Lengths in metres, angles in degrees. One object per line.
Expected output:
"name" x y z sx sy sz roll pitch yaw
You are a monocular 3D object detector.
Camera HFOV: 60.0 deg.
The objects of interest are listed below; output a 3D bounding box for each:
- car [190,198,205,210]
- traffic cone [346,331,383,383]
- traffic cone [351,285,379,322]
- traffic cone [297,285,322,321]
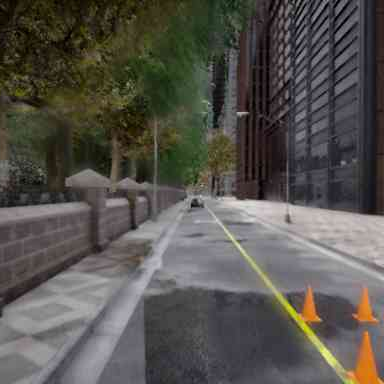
"car" 0.732 1.534 45.019 1.882 1.535 5.008 0 0 0
"traffic cone" 2.101 1.976 4.016 0.340 0.580 0.340 0 0 0
"traffic cone" 3.119 1.985 6.008 0.340 0.580 0.340 0 0 0
"traffic cone" 2.119 1.978 6.016 0.340 0.580 0.340 0 0 0
